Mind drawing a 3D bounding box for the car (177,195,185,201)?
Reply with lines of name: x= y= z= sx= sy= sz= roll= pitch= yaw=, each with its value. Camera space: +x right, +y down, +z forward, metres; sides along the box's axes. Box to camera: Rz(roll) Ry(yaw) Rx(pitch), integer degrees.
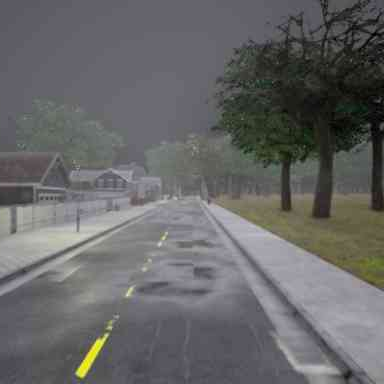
car: x=-2.757 y=1.435 z=84.109 sx=2.097 sy=1.767 sz=4.553 roll=0 pitch=0 yaw=0
